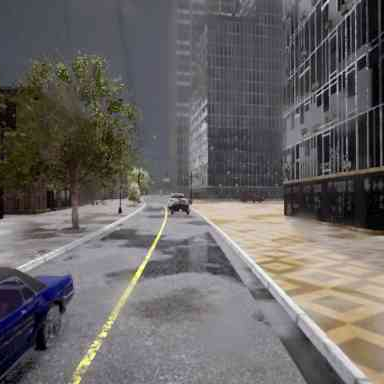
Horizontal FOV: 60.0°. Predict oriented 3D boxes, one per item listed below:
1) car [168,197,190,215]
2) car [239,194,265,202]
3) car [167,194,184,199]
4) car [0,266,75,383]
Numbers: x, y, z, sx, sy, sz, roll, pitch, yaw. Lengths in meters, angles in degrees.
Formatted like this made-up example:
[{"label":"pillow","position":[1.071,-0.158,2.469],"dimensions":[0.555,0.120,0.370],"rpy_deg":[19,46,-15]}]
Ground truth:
[{"label":"car","position":[-1.275,1.545,34.950],"dimensions":[1.837,1.490,4.892],"rpy_deg":[0,0,-4]},{"label":"car","position":[11.934,1.272,66.527],"dimensions":[5.009,1.841,2.192],"rpy_deg":[0,-1,13]},{"label":"car","position":[-2.080,1.271,44.940],"dimensions":[2.150,2.045,5.566],"rpy_deg":[0,0,-6]},{"label":"car","position":[-2.907,1.605,3.451],"dimensions":[1.895,1.301,4.718],"rpy_deg":[0,0,-1]}]
